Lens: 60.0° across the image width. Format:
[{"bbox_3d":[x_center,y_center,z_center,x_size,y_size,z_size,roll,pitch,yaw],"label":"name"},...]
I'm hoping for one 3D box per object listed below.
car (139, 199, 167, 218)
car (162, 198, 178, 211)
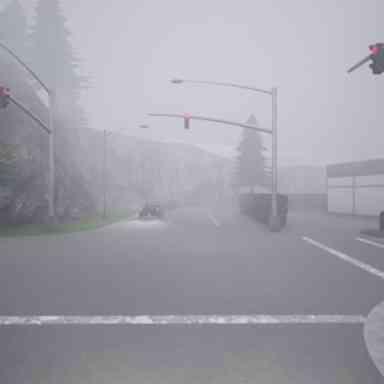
[{"bbox_3d":[-3.603,1.608,30.263,1.895,1.301,4.718,0,0,0],"label":"car"},{"bbox_3d":[-3.082,1.501,40.649,2.128,1.511,4.902,0,0,12],"label":"car"}]
